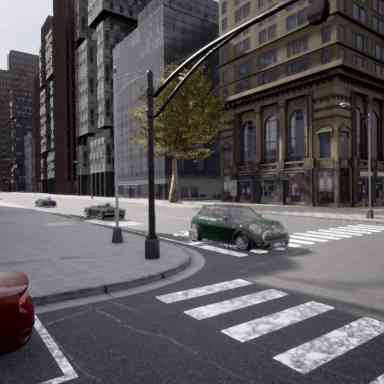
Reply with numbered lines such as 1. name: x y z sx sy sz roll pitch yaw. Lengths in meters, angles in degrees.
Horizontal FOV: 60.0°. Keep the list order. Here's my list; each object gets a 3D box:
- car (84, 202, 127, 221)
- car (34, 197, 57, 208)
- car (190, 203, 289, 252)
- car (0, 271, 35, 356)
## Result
1. car: -6.901 1.472 26.251 1.895 1.301 4.718 -1 1 -36
2. car: -18.764 1.309 42.649 1.895 1.301 4.718 -1 1 -36
3. car: 1.870 1.344 14.172 2.097 1.767 4.553 -1 1 -36
4. car: -4.209 1.545 3.634 4.507 1.381 1.887 0 -1 -36
